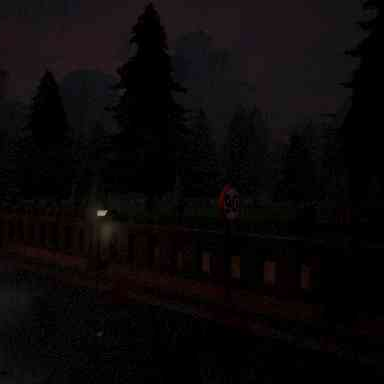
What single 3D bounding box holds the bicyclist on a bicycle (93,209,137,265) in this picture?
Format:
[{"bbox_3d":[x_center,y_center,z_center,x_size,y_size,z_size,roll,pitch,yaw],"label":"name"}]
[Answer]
[{"bbox_3d":[-2.172,1.332,9.684,0.582,1.620,1.656,0,-3,36],"label":"bicyclist on a bicycle"}]
